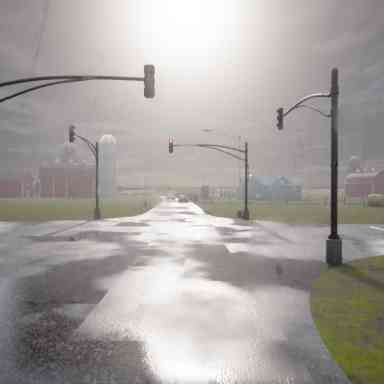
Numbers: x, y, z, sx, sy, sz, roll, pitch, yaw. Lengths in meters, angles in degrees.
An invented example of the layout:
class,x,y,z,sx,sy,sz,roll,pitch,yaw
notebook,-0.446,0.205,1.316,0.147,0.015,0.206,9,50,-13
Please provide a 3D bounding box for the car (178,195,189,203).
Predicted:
class,x,y,z,sx,sy,sz,roll,pitch,yaw
car,-1.747,1.623,69.930,1.895,1.301,4.718,0,0,-3

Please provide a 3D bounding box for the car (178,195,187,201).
class,x,y,z,sx,sy,sz,roll,pitch,yaw
car,-2.361,1.463,79.914,1.837,1.490,4.892,0,0,-4

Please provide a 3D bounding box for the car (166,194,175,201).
class,x,y,z,sx,sy,sz,roll,pitch,yaw
car,-4.735,1.182,73.929,1.812,1.442,4.674,0,0,-3
